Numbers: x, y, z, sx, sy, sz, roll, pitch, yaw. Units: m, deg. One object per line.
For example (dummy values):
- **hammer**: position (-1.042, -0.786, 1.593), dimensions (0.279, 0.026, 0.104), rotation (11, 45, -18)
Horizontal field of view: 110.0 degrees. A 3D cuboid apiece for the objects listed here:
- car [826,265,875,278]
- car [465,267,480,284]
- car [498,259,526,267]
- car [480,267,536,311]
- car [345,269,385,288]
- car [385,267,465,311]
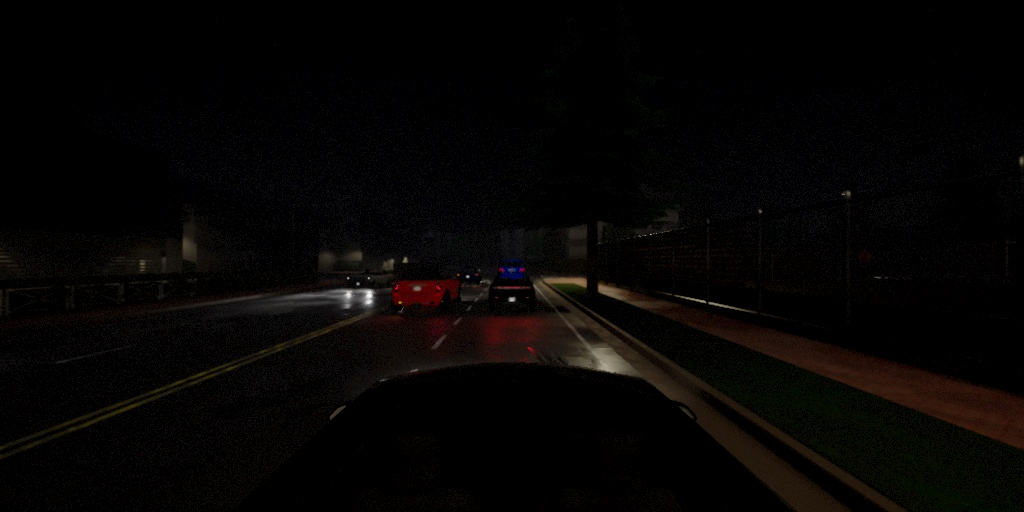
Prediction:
- **car**: position (37.426, 1.712, 40.446), dimensions (5.357, 1.411, 2.033), rotation (0, -1, 1)
- **car**: position (-3.683, 1.633, 30.353), dimensions (1.994, 1.385, 4.181), rotation (0, -1, -5)
- **car**: position (-0.002, 1.284, 29.513), dimensions (2.150, 2.045, 5.566), rotation (0, 0, 0)
- **car**: position (0.019, 1.396, 15.435), dimensions (2.128, 1.511, 4.902), rotation (0, 0, 1)
- **car**: position (-10.526, 1.629, 26.765), dimensions (1.895, 1.301, 4.718), rotation (0, -1, 0)
- **car**: position (-3.481, 1.253, 15.357), dimensions (2.097, 1.767, 4.553), rotation (0, -1, 1)
